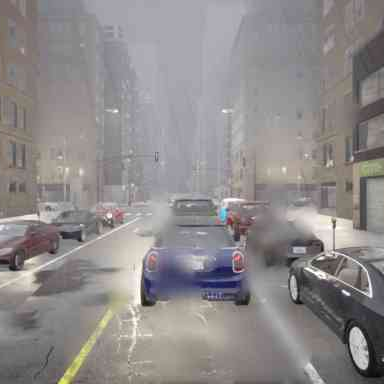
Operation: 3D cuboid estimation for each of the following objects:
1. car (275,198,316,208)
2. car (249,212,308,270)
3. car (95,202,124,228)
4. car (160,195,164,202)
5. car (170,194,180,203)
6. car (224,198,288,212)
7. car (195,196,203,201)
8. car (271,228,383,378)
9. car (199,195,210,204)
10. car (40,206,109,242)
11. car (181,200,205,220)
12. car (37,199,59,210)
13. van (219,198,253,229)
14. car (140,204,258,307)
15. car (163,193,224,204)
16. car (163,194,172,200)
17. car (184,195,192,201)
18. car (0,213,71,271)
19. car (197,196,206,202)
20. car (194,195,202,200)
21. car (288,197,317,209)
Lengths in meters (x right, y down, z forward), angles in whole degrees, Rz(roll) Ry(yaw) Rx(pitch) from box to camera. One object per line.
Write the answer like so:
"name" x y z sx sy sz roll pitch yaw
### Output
"car" 15.047 1.541 48.741 5.357 1.411 2.033 0 0 0
"car" 2.831 1.566 10.850 1.947 1.339 4.313 0 0 0
"car" -5.726 1.441 21.867 1.967 1.590 4.097 0 0 0
"car" -6.417 1.480 76.890 1.967 1.590 4.097 0 0 -1
"car" -3.613 1.389 71.362 2.097 1.767 4.553 0 0 -1
"car" 2.816 1.315 16.374 2.192 1.841 5.009 0 0 0
"car" 1.824 1.640 88.395 1.802 1.307 4.206 0 0 -1
"car" 2.848 1.551 5.327 2.008 1.369 4.403 0 0 0
"car" 2.386 1.468 65.787 1.967 1.590 4.097 0 0 -1
"car" -5.710 1.566 16.342 1.947 1.339 4.313 0 0 0
"car" 0.185 1.526 28.913 1.812 1.442 4.674 0 0 4
"car" -17.873 1.540 38.519 4.674 1.442 1.812 0 0 -2
"van" 2.800 1.342 21.898 1.690 1.788 3.998 0 0 0
"car" 0.029 1.352 8.159 2.097 1.767 4.553 0 0 -1
"car" 0.057 1.223 15.628 2.150 2.045 5.566 0 0 0
"car" -6.841 1.391 93.850 2.192 1.841 5.009 0 0 -1
"car" -1.099 1.616 91.021 1.994 1.385 4.181 0 0 -1
"car" -5.694 1.582 10.817 1.802 1.307 4.206 0 0 0
"car" 2.105 1.622 77.093 1.802 1.307 4.206 0 0 -1
"car" 1.682 1.620 94.048 1.887 1.381 4.507 0 0 -1
"car" 14.912 1.481 45.489 4.902 1.511 2.128 0 0 0
